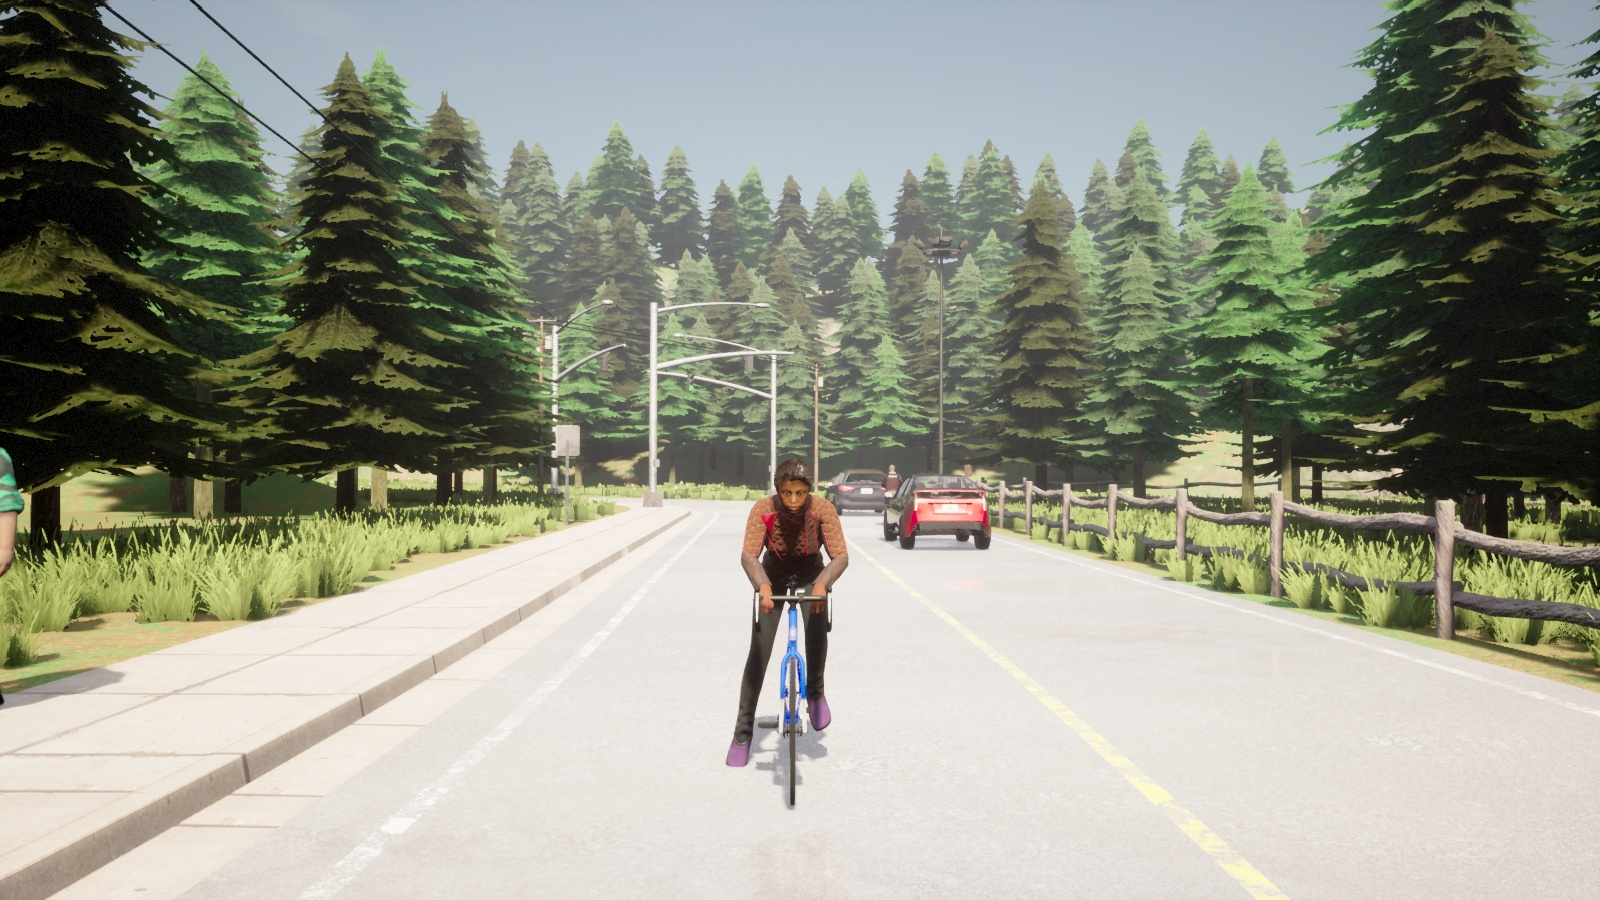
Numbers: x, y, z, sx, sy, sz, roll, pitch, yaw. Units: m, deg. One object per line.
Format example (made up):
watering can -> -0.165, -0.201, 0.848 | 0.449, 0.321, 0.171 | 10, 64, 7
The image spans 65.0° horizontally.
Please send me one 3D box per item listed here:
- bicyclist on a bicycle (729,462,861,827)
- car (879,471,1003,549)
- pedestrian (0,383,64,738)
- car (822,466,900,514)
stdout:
bicyclist on a bicycle -> -0.030, 0.875, 6.417 | 0.582, 1.620, 1.656 | 0, -1, -1
car -> 2.901, 1.207, 26.798 | 2.007, 1.525, 4.514 | 0, -1, -2
pedestrian -> -4.734, 0.611, 7.007 | 0.659, 1.952, 0.873 | 0, -1, 11
car -> 2.164, 1.433, 46.168 | 2.242, 1.667, 4.611 | 0, -1, -5
